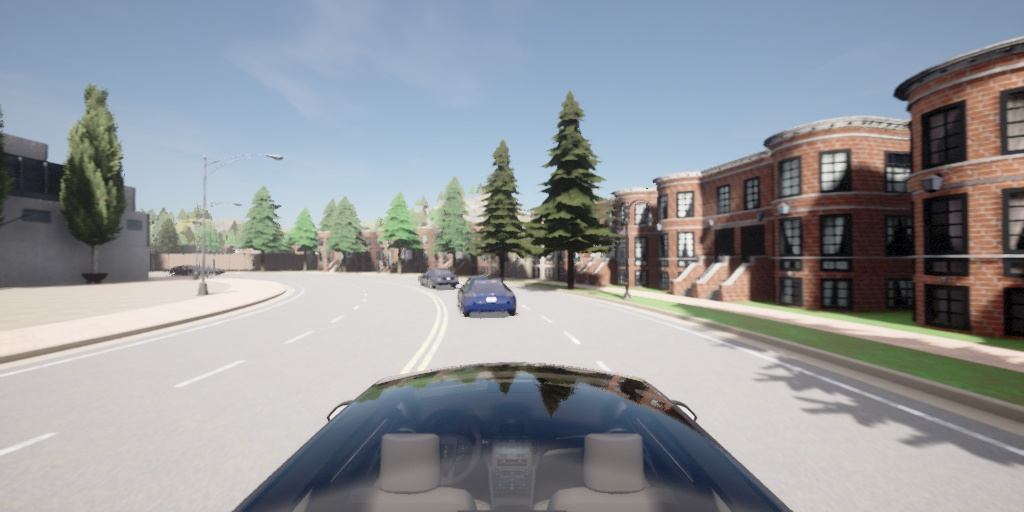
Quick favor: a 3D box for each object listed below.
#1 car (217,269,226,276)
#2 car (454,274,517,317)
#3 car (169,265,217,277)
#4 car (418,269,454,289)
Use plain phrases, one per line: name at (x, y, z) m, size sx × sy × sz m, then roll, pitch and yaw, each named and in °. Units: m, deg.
car at (-41.363, 1.941, 48.011) m, size 5.357 × 1.411 × 2.033 m, roll 0°, pitch -1°, yaw 9°
car at (-1.109, 1.489, 14.296) m, size 1.994 × 1.385 × 4.181 m, roll 0°, pitch -1°, yaw -12°
car at (-39.514, 1.844, 44.074) m, size 4.892 × 1.490 × 1.837 m, roll -1°, pitch -1°, yaw 12°
car at (-5.534, 1.646, 26.789) m, size 2.033 × 1.411 × 5.357 m, roll 0°, pitch -1°, yaw -28°
